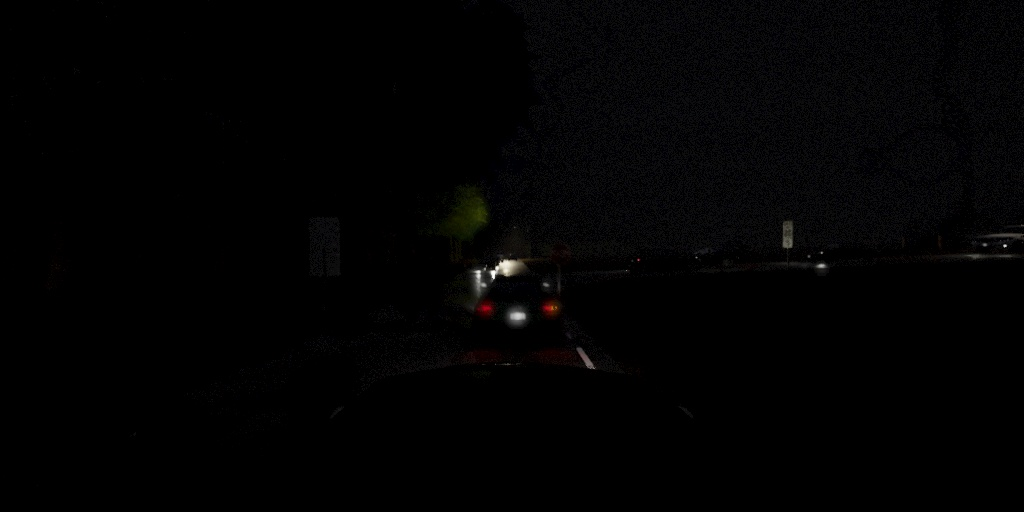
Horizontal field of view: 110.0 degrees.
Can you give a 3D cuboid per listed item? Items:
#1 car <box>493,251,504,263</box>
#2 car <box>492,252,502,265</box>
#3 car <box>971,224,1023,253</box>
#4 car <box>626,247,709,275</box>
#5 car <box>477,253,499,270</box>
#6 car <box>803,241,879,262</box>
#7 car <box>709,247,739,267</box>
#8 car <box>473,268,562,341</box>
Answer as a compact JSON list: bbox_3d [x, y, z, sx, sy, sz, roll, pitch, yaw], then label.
[{"bbox_3d":[-2.633,0.153,63.538,2.150,2.045,5.566,0,1,0],"label":"car"},{"bbox_3d":[-2.735,0.584,49.386,1.882,1.535,5.008,0,1,1],"label":"car"},{"bbox_3d":[37.730,-1.307,26.483,5.566,2.045,2.150,-3,1,1],"label":"car"},{"bbox_3d":[10.074,0.247,23.790,4.553,1.767,2.097,-3,2,-3],"label":"car"},{"bbox_3d":[-2.710,0.741,39.294,1.837,1.490,4.892,0,1,-1],"label":"car"},{"bbox_3d":[24.419,-0.363,26.666,4.674,1.442,1.812,-3,1,0],"label":"car"},{"bbox_3d":[14.232,0.104,26.795,4.902,1.511,2.128,-3,1,1],"label":"car"},{"bbox_3d":[0.093,1.202,9.491,1.994,1.385,4.181,0,1,-1],"label":"car"}]
